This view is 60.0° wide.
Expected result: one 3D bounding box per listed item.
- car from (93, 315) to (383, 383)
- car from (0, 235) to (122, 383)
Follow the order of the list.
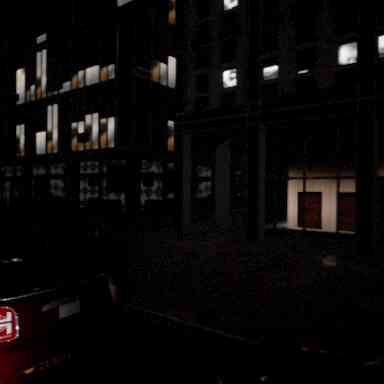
[{"bbox_3d":[1.585,1.587,1.743,4.206,1.307,1.802,1,0,35],"label":"car"},{"bbox_3d":[-3.011,1.376,5.021,4.097,1.590,1.967,1,0,35],"label":"car"}]
